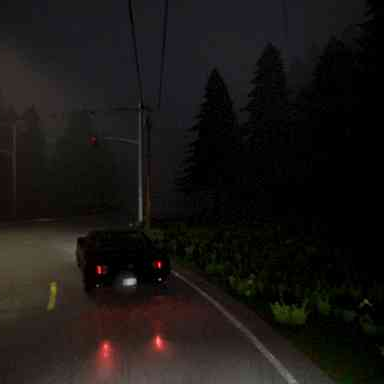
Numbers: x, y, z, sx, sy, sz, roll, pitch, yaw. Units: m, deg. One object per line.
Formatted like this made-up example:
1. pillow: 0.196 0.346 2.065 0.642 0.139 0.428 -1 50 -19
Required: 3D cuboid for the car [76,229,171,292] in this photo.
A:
1. car: -2.179 1.678 9.290 1.895 1.301 4.718 0 0 -22
